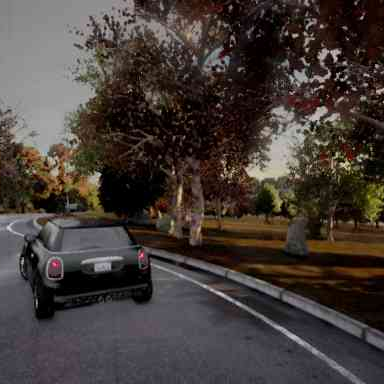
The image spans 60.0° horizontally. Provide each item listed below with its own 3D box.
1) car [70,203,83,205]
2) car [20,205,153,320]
[{"bbox_3d":[-16.156,2.322,46.838,2.033,1.411,5.357,0,-4,0],"label":"car"},{"bbox_3d":[-2.653,1.347,7.730,2.097,1.767,4.553,0,0,-30],"label":"car"}]
